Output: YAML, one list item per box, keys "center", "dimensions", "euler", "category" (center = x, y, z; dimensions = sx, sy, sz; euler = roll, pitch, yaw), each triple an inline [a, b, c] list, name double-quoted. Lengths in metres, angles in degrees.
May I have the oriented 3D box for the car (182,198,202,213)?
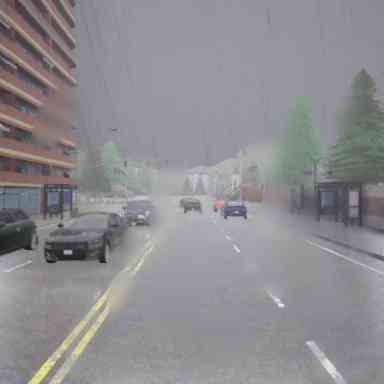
- center: [0.094, 1.506, 37.190]
  dimensions: [1.837, 1.490, 4.892]
  euler: [0, 0, 0]
  category: "car"

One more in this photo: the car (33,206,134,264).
- center: [-3.581, 1.478, 12.099]
  dimensions: [1.882, 1.535, 5.008]
  euler: [0, 0, 0]
  category: "car"

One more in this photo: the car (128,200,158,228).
- center: [-3.494, 1.352, 22.313]
  dimensions: [2.097, 1.767, 4.553]
  euler: [0, 0, 0]
  category: "car"

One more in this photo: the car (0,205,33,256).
- center: [-7.071, 1.354, 11.113]
  dimensions: [2.097, 1.767, 4.553]
  euler: [0, 0, 0]
  category: "car"

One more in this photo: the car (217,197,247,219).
- center: [3.619, 1.478, 29.424]
  dimensions: [1.882, 1.535, 5.008]
  euler: [0, 0, 0]
  category: "car"

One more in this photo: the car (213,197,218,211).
- center: [3.611, 1.352, 39.879]
  dimensions: [2.097, 1.767, 4.553]
  euler: [0, 0, 0]
  category: "car"

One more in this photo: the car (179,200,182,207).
- center: [-0.682, 1.533, 47.607]
  dimensions: [2.033, 1.411, 5.357]
  euler: [0, 0, -9]
  category: "car"
